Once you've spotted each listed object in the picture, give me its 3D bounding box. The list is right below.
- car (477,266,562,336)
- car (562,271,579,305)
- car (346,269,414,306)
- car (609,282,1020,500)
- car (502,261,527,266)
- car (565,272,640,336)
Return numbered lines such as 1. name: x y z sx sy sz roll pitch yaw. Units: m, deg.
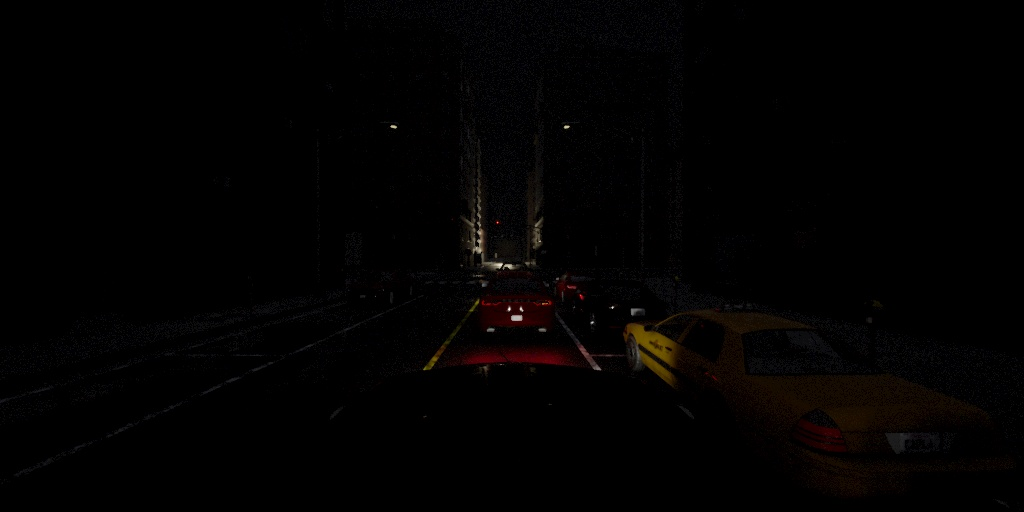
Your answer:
1. car: 0.106 1.225 10.421 1.882 1.535 5.008 0 0 0
2. car: 2.891 1.327 15.828 1.802 1.307 4.207 0 0 0
3. car: -5.654 1.290 15.837 1.888 1.381 4.507 0 0 0
4. car: 2.875 1.274 4.826 1.751 1.417 4.829 0 0 0
5. car: 0.121 1.096 20.751 2.097 1.767 4.553 0 0 0
6. car: 2.883 1.313 10.242 1.948 1.339 4.313 0 0 0
